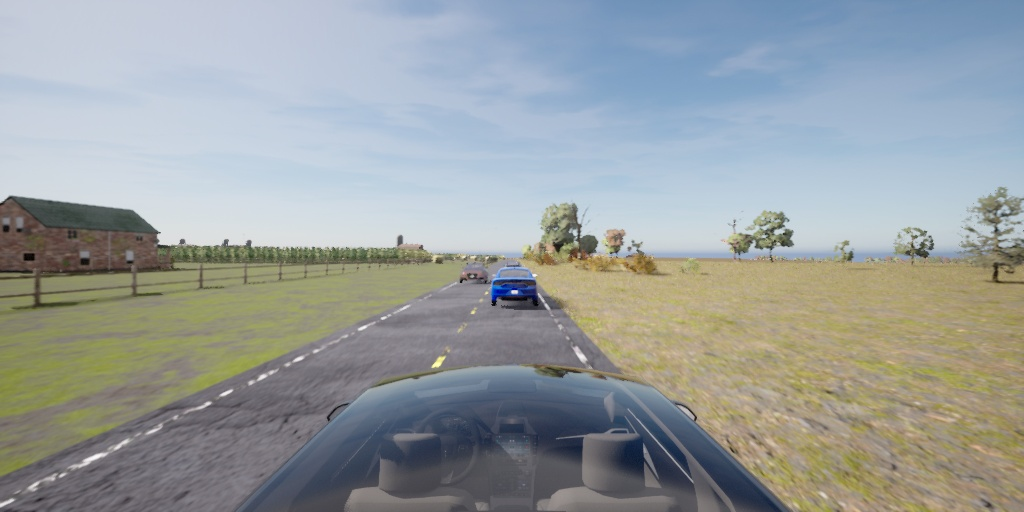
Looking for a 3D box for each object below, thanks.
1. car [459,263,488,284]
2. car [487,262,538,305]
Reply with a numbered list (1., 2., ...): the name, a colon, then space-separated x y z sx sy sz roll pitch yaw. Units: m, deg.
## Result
1. car: -2.749 1.223 26.781 1.994 1.385 4.181 0 0 0
2. car: 0.101 1.227 16.077 1.882 1.535 5.008 0 0 0
